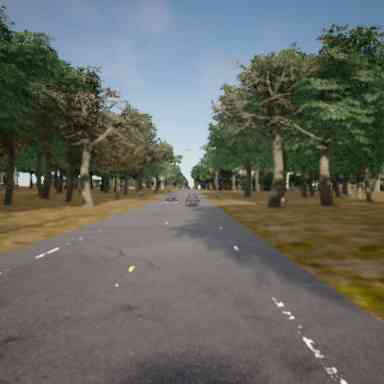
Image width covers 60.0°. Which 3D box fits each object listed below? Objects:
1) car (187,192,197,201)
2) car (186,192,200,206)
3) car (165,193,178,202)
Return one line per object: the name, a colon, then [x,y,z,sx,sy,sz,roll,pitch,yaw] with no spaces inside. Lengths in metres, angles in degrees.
car: [0.074,0.825,63.599,1.837,1.490,4.892,0,1,0]
car: [0.082,1.144,45.743,2.128,1.511,4.902,0,1,0]
car: [-3.564,0.926,58.444,1.837,1.490,4.892,0,1,1]
